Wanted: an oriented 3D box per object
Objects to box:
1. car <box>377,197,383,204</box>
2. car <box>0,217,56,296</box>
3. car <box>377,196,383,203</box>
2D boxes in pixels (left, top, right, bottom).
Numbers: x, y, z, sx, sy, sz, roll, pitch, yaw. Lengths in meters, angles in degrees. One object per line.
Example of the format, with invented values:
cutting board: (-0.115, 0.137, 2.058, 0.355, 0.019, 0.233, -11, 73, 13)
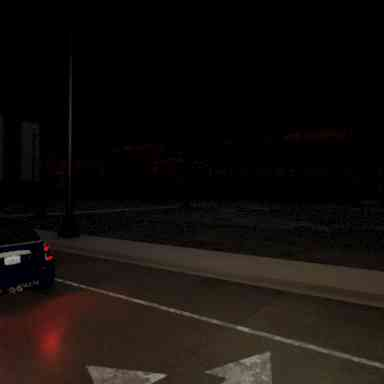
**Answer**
car: (39.807, 1.735, 67.993, 2.038, 1.542, 4.974, 1, 1, 6)
car: (-5.238, 1.349, 7.744, 4.553, 1.767, 2.097, 0, 0, 36)
car: (39.814, 1.577, 68.043, 1.853, 1.218, 4.536, 1, 1, 6)
